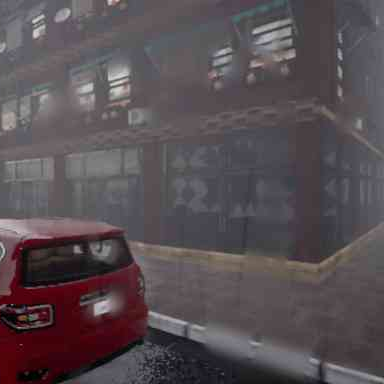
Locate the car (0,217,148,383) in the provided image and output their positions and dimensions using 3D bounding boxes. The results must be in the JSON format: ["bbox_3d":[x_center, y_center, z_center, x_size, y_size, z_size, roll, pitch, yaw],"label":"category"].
[{"bbox_3d":[-2.883,1.300,4.943,5.009,1.841,2.192,0,0,36],"label":"car"}]
